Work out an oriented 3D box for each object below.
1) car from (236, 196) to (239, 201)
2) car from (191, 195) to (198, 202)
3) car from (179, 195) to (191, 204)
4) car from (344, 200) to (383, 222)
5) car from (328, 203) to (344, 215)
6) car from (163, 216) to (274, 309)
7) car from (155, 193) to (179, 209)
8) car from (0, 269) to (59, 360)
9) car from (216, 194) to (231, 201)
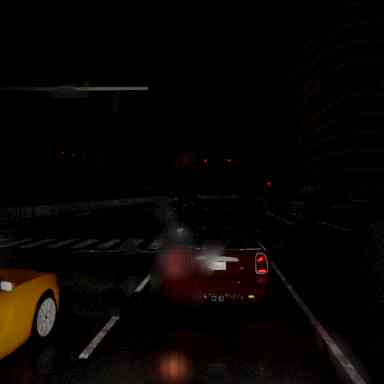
[{"bbox_3d":[12.712,1.524,84.005,1.812,1.442,4.674,0,0,38],"label":"car"},{"bbox_3d":[-0.041,1.478,74.486,1.882,1.535,5.008,0,0,17],"label":"car"},{"bbox_3d":[-2.028,1.351,62.350,2.097,1.767,4.553,0,0,6],"label":"car"},{"bbox_3d":[14.986,1.581,26.306,4.674,1.442,1.812,0,0,5],"label":"car"},{"bbox_3d":[16.342,1.533,33.425,5.008,1.535,1.882,0,0,5],"label":"car"},{"bbox_3d":[0.656,1.352,8.121,2.097,1.767,4.553,0,0,5],"label":"car"},{"bbox_3d":[-3.512,1.221,45.254,2.150,2.045,5.566,0,0,5],"label":"car"},{"bbox_3d":[-3.262,1.478,3.519,1.882,1.535,5.008,0,0,5],"label":"car"},{"bbox_3d":[7.936,1.355,83.338,2.097,1.767,4.553,0,0,34],"label":"car"}]
